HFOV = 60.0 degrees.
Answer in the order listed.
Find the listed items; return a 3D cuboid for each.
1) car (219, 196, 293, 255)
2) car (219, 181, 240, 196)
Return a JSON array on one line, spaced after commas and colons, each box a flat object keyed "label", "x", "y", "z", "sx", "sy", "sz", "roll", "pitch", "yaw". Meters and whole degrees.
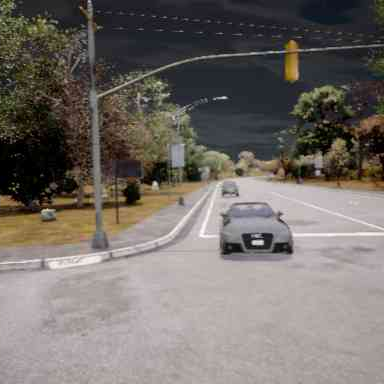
[{"label": "car", "x": 1.867, "y": 1.032, "z": 10.618, "sx": 1.994, "sy": 1.385, "sz": 4.181, "roll": -2, "pitch": 3, "yaw": 5}, {"label": "car", "x": 4.076, "y": -0.355, "z": 35.991, "sx": 1.837, "sy": 1.490, "sz": 4.892, "roll": -2, "pitch": 3, "yaw": 5}]
